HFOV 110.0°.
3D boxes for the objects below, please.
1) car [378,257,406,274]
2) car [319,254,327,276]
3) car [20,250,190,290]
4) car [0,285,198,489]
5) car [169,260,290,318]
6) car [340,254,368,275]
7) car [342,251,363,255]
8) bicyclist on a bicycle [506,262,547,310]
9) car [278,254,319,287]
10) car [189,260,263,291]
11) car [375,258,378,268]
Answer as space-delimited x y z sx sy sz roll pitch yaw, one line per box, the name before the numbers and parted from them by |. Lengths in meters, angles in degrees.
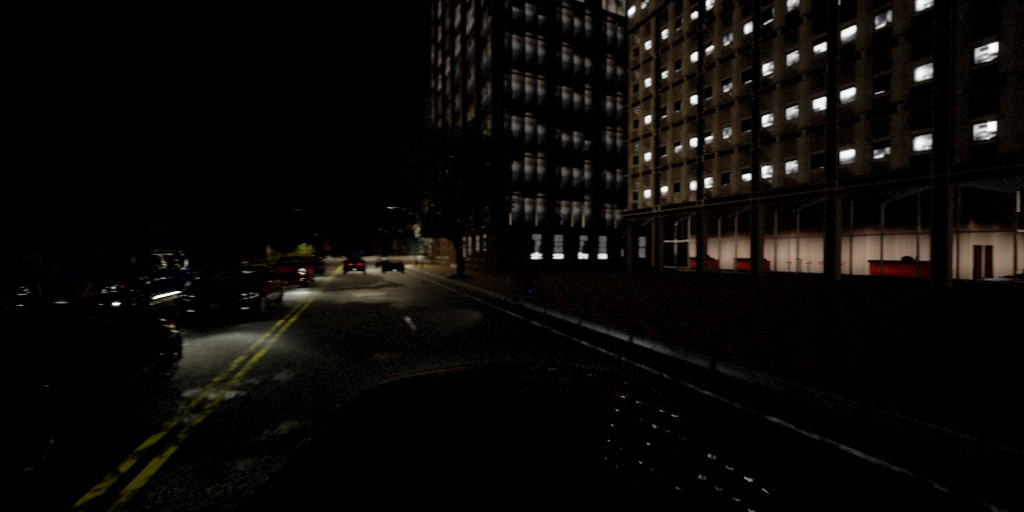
car | -11.225 0.940 33.690 1.895 1.301 4.718 0 1 -23
car | -17.094 0.831 30.749 1.882 1.535 5.008 0 1 -23
car | -12.423 0.816 11.538 2.150 2.045 5.566 0 1 -23
car | -5.611 1.270 3.926 1.994 1.385 4.181 0 1 -23
car | -9.160 1.076 12.184 1.882 1.535 5.008 0 1 -23
car | -14.090 0.851 32.217 1.837 1.490 4.892 0 1 -23
car | -18.768 0.427 43.041 2.150 2.045 5.566 0 1 -23
bicyclist on a bicycle | 0.459 0.985 12.528 1.656 1.620 0.582 -10 5 -23
car | -13.051 0.831 21.250 2.097 1.767 4.553 0 1 -23
car | -16.514 1.016 21.076 2.033 1.411 5.357 0 1 -23
car | -16.136 0.751 45.176 1.994 1.385 4.181 0 1 -23
